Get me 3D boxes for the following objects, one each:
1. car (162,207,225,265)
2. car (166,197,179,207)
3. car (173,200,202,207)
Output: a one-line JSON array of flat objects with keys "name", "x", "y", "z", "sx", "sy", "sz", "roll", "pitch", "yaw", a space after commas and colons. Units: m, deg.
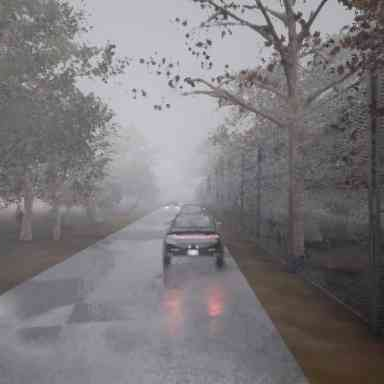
[{"name": "car", "x": 0.046, "y": 1.466, "z": 11.574, "sx": 2.128, "sy": 1.511, "sz": 4.902, "roll": 0, "pitch": 0, "yaw": 0}, {"name": "car", "x": -3.036, "y": 1.529, "z": 52.172, "sx": 1.837, "sy": 1.490, "sz": 4.892, "roll": 0, "pitch": -1, "yaw": 0}, {"name": "car", "x": -0.009, "y": 1.500, "z": 24.291, "sx": 2.033, "sy": 1.411, "sz": 5.357, "roll": 0, "pitch": 0, "yaw": 0}]
